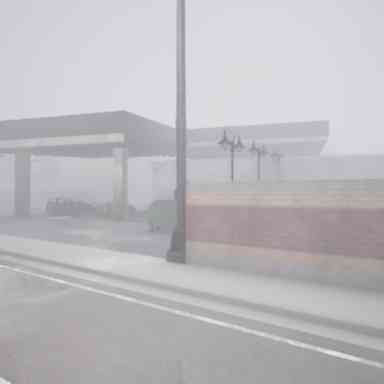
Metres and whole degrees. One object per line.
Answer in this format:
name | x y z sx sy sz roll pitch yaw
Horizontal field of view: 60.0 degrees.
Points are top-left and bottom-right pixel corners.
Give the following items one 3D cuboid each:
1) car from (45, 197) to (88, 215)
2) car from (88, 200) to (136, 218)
car | -12.085 1.346 33.095 2.242 1.667 4.611 0 0 37
car | -7.010 1.496 30.296 1.970 1.475 3.806 0 0 37
